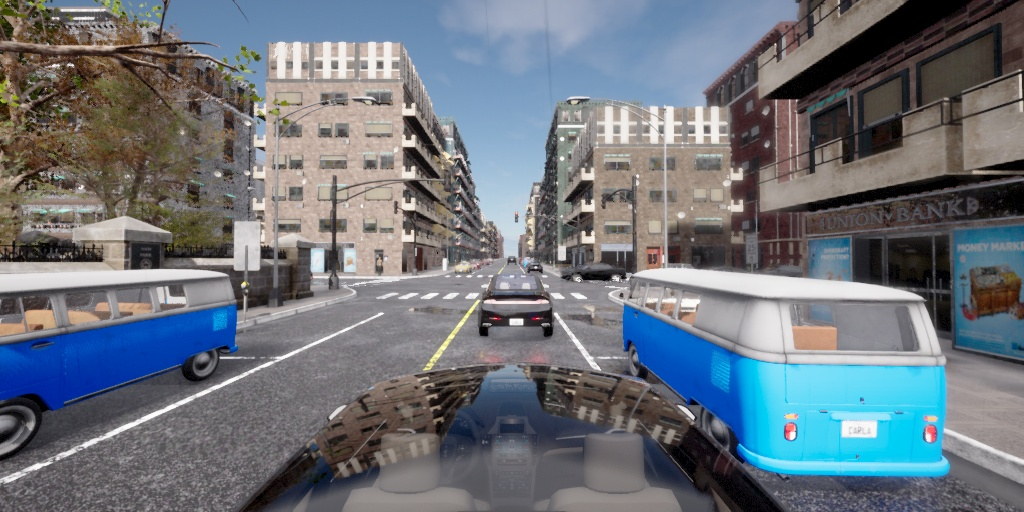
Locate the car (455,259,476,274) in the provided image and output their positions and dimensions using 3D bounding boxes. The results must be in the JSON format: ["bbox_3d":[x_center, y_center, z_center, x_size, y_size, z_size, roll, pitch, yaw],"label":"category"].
[{"bbox_3d":[-5.697,1.289,42.378,1.751,1.417,4.829,0,0,0],"label":"car"}]

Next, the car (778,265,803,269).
[{"bbox_3d":[20.829,1.438,28.058,4.674,1.442,1.812,0,-1,1],"label":"car"}]

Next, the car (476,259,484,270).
[{"bbox_3d":[-5.700,1.209,53.833,1.967,1.591,4.097,0,0,0],"label":"car"}]

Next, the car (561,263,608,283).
[{"bbox_3d":[6.186,1.267,27.424,5.008,1.535,1.882,1,-1,-10],"label":"car"}]

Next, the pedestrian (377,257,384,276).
[{"bbox_3d":[-12.545,0.968,33.989,0.375,1.860,0.375,0,-1,1],"label":"pedestrian"}]

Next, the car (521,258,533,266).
[{"bbox_3d":[2.682,1.317,48.193,2.007,1.370,4.403,0,0,0],"label":"car"}]

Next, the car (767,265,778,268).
[{"bbox_3d":[13.530,1.333,22.340,4.313,1.339,1.948,0,0,1],"label":"car"}]

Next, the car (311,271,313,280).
[{"bbox_3d":[-16.592,0.999,25.296,4.553,1.767,2.097,0,-1,1],"label":"car"}]

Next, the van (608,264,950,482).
[{"bbox_3d":[2.658,1.092,4.603,1.690,1.789,3.998,0,0,0],"label":"van"}]

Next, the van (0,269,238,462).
[{"bbox_3d":[-5.657,1.092,4.603,1.690,1.789,3.998,0,0,0],"label":"van"}]

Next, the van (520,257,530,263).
[{"bbox_3d":[2.680,1.112,59.477,1.690,1.789,3.998,0,0,0],"label":"van"}]

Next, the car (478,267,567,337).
[{"bbox_3d":[0.098,1.244,10.332,2.128,1.511,4.902,0,0,0],"label":"car"}]

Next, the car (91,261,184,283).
[{"bbox_3d":[-26.418,1.119,25.410,4.674,1.442,1.812,0,-1,1],"label":"car"}]

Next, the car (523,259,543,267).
[{"bbox_3d":[2.683,1.330,42.550,1.948,1.339,4.313,0,0,0],"label":"car"}]

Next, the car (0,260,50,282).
[{"bbox_3d":[-36.517,1.044,25.535,4.892,1.490,1.837,0,-1,1],"label":"car"}]
